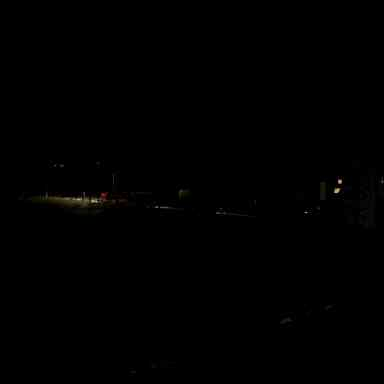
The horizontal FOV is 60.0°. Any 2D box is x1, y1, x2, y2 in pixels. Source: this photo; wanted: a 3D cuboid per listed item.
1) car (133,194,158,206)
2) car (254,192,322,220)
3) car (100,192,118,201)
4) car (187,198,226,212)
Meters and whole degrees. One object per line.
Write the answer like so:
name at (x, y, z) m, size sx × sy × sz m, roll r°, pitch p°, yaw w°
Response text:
car at (-6.337, 1.069, 45.567) m, size 2.128 × 1.511 × 4.902 m, roll 1°, pitch 0°, yaw -36°
car at (7.497, 1.044, 26.627) m, size 2.150 × 2.045 × 5.566 m, roll 1°, pitch 0°, yaw -36°
car at (-15.939, 0.738, 63.675) m, size 2.097 × 1.767 × 4.553 m, roll 1°, pitch 0°, yaw -34°
car at (1.588, 1.320, 34.704) m, size 1.895 × 1.301 × 4.718 m, roll 1°, pitch 0°, yaw -36°
